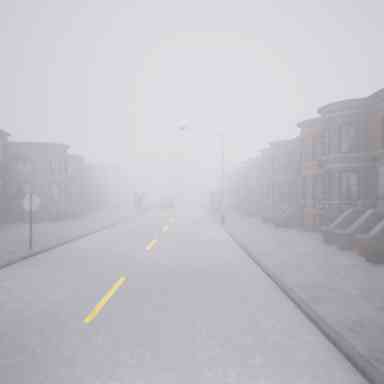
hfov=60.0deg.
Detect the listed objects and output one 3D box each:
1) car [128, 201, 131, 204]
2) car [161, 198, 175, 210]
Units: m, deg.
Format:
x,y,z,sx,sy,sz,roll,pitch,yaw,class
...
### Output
x,y,z,sx,sy,sz,roll,pitch,yaw,class
-19.310,2.548,90.889,4.611,1.667,2.242,0,-1,10,car
-4.049,1.973,56.633,2.150,2.045,5.566,0,-1,1,car
